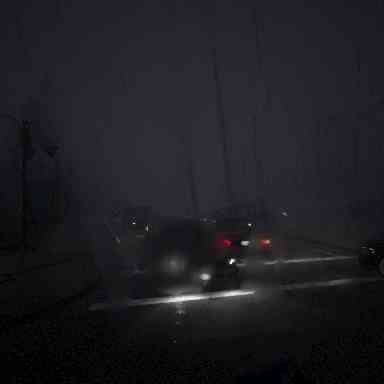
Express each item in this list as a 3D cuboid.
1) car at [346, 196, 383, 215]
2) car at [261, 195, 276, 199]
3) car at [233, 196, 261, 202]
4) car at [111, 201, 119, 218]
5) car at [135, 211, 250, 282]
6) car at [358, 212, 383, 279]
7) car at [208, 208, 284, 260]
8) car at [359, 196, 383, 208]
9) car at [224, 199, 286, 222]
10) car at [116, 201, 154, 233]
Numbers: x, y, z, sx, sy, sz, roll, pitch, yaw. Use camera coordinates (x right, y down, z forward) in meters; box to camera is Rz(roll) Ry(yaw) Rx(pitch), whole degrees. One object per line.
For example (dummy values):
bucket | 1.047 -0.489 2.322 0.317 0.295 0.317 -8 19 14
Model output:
car | 15.546 1.355 29.271 1.970 1.475 3.806 0 0 -17
car | 10.252 1.277 47.171 2.152 1.636 5.027 0 0 -17
car | 7.266 1.287 46.207 2.007 1.523 4.514 0 0 -17
car | -6.313 1.516 30.111 2.033 1.411 5.357 0 0 -17
car | -0.368 1.543 10.140 2.033 1.411 5.357 0 0 -15
car | 6.785 1.475 7.997 5.008 1.535 1.882 0 0 36
car | 1.421 1.540 12.247 2.033 1.411 5.357 0 0 -4
car | 23.819 1.273 43.279 1.845 1.501 3.633 0 0 -17
car | 2.941 1.467 19.308 5.357 1.411 2.033 -4 2 -29
car | -3.127 1.529 19.967 2.033 1.411 5.357 0 0 -17
